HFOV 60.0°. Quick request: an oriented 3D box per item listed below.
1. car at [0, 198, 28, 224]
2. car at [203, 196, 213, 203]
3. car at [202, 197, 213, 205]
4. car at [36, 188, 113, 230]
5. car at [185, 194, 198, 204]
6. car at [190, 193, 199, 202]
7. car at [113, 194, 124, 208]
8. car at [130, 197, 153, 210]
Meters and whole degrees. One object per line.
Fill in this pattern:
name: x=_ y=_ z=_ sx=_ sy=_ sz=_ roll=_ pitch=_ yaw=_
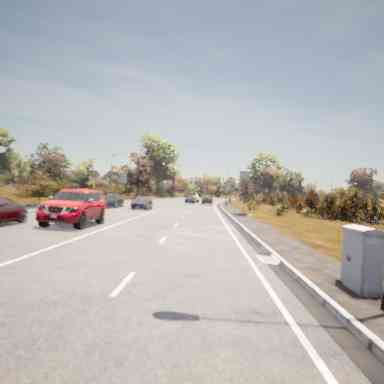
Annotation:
car: x=-10.077 y=0.955 z=16.698 sx=1.994 sy=1.385 sz=4.181 roll=4 pitch=0 yaw=2
car: x=3.932 y=1.826 z=79.648 sx=1.994 sy=1.385 sz=4.181 roll=4 pitch=0 yaw=6
car: x=3.040 y=1.822 z=69.447 sx=1.837 sy=1.490 sz=4.892 roll=4 pitch=0 yaw=5
car: x=-6.489 y=0.846 z=18.645 sx=2.150 sy=2.045 sz=5.566 roll=4 pitch=0 yaw=2
car: x=-0.416 y=1.656 z=70.098 sx=1.994 sy=1.385 sz=4.181 roll=4 pitch=0 yaw=5
car: x=0.481 y=1.280 z=80.032 sx=2.150 sy=2.045 sz=5.566 roll=4 pitch=0 yaw=6
car: x=-9.168 y=1.001 z=38.342 sx=1.837 sy=1.490 sz=4.892 roll=4 pitch=-1 yaw=3
car: x=-5.675 y=1.261 z=38.311 sx=2.033 sy=1.411 sz=5.357 roll=4 pitch=0 yaw=3
